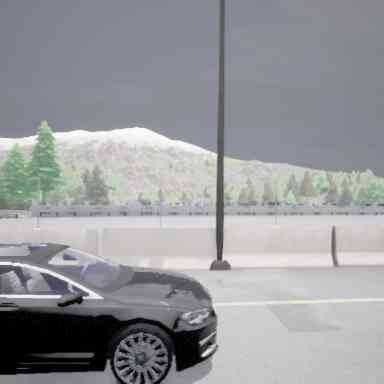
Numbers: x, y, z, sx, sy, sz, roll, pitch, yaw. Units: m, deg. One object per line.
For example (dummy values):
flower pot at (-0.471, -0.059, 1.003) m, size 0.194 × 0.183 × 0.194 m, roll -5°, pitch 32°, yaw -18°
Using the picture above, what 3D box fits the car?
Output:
car at (-2.121, 1.487, 4.502) m, size 4.902 × 1.511 × 2.128 m, roll 0°, pitch 0°, yaw -5°
